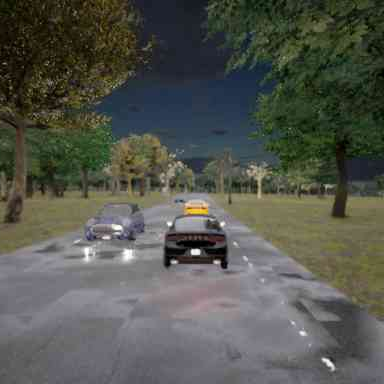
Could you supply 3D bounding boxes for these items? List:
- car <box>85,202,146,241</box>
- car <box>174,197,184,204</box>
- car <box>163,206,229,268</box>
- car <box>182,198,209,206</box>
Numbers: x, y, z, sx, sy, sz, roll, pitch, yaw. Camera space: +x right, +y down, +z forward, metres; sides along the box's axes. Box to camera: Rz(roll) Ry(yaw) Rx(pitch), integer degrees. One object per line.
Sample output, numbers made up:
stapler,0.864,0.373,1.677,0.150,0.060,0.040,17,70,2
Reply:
car,-3.578,1.314,16.243,2.097,1.767,4.553,0,0,1
car,-2.230,1.499,59.920,1.895,1.301,4.718,0,0,2
car,0.136,1.452,11.263,1.882,1.535,5.008,0,0,1
car,0.422,1.421,27.997,1.882,1.535,5.008,0,0,2
